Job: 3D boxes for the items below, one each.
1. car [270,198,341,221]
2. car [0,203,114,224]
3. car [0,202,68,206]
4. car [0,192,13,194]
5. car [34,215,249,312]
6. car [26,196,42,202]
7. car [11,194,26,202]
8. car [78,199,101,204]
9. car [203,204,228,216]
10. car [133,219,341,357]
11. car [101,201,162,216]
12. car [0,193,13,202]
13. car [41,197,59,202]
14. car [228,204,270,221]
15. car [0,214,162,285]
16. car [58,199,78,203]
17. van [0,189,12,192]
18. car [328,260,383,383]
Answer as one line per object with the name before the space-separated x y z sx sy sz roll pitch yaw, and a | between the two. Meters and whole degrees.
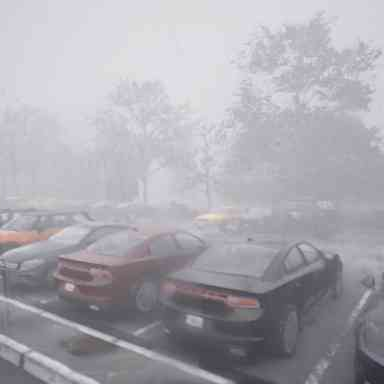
car | 6.769 1.323 18.769 2.435 2.045 5.566 0 0 36
car | -5.277 1.462 11.345 2.185 1.767 4.553 0 0 36
car | -7.529 1.455 12.975 2.185 1.767 4.553 0 0 36
car | -20.353 1.127 38.369 2.002 1.452 4.674 3 2 36
car | -0.781 1.577 8.045 2.097 1.535 5.008 0 0 36
car | -13.362 1.340 33.535 1.946 1.575 5.366 2 1 36
car | -15.626 1.265 35.173 1.946 1.575 5.366 2 1 36
car | -6.803 1.499 28.551 2.097 1.535 5.008 1 1 36
car | 2.126 1.581 21.866 1.946 1.575 5.366 0 0 36
car | 1.479 1.560 6.411 2.097 1.535 5.008 -1 0 36
car | -4.440 1.535 26.840 2.231 1.521 4.892 1 1 36
car | -17.980 1.214 36.683 2.163 1.488 4.792 2 1 36
car | -11.338 1.434 31.804 2.163 1.488 4.792 2 1 36
car | 4.497 1.583 20.385 2.097 1.535 5.008 0 0 36
car | -3.036 1.626 9.688 2.002 1.452 4.674 0 0 36
car | -9.063 1.455 30.187 2.097 1.535 5.008 1 1 36
van | -24.840 0.667 41.457 1.878 1.987 4.442 2 2 36
car | 3.723 1.564 4.757 2.163 1.488 4.792 -1 0 36
